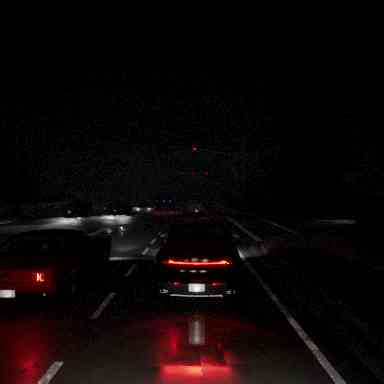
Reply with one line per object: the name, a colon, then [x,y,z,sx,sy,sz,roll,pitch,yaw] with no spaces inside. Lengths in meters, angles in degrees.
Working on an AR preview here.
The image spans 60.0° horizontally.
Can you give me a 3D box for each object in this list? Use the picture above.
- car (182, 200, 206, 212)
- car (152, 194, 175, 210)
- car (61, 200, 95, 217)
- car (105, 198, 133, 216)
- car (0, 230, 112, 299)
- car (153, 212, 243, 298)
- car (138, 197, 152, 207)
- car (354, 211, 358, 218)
car: [0.151,1.526,33.117,1.812,1.442,4.674,0,0,-7]
car: [-3.435,1.222,43.210,2.150,2.045,5.566,0,0,0]
car: [-10.622,1.491,31.222,2.128,1.511,4.902,0,0,0]
car: [-7.122,1.564,32.770,1.994,1.385,4.181,0,0,0]
car: [-3.420,1.601,8.394,1.895,1.301,4.718,0,0,0]
car: [0.188,1.505,8.508,1.837,1.490,4.892,0,0,2]
car: [-7.042,1.515,50.776,1.882,1.535,5.008,0,0,0]
car: [14.833,1.462,25.101,4.892,1.490,1.837,-1,0,-1]
